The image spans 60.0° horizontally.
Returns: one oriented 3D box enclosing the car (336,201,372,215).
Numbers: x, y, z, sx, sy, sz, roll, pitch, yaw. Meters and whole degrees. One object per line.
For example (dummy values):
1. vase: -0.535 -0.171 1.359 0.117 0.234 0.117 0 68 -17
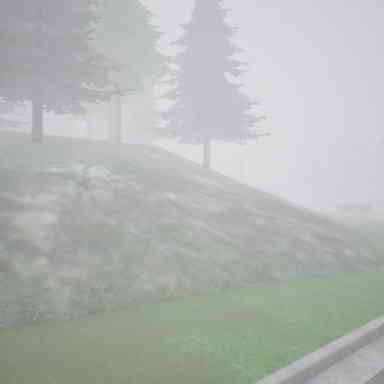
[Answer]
1. car: 18.566 1.761 38.282 1.882 1.535 5.008 0 0 -5
